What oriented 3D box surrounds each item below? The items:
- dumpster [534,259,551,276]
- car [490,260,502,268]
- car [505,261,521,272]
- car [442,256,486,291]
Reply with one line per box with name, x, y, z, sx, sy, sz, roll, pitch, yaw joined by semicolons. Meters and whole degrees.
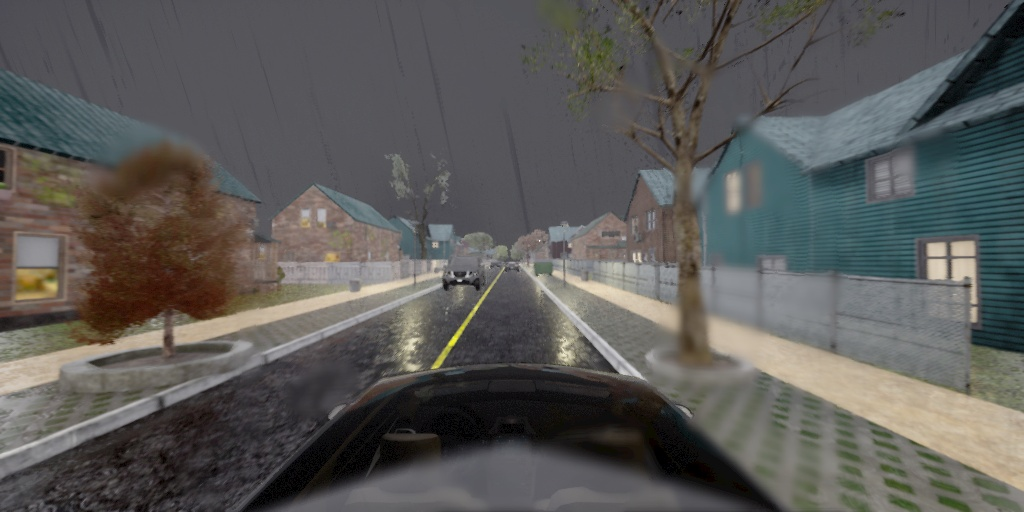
dumpster;3.002;1.187;35.137;1.020;1.700;1.940;0;0;0
car;-2.783;1.432;63.446;2.033;1.411;5.357;0;0;1
car;0.024;1.351;47.729;1.812;1.442;4.674;0;-1;0
car;-2.854;0.987;22.335;2.150;2.045;5.566;0;0;0
